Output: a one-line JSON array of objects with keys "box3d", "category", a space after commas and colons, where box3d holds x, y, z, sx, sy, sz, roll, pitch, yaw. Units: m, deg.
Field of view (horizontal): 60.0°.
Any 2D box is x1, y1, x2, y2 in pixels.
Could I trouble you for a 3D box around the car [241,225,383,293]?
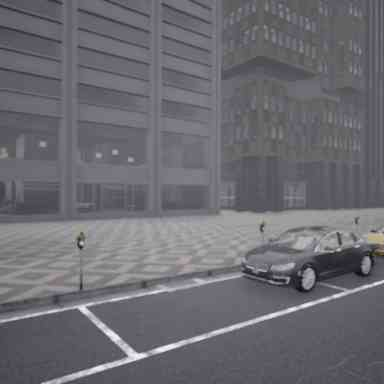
[{"box3d": [3.257, 1.623, 8.975, 4.403, 1.369, 2.008, 1, -1, -35], "category": "car"}]
